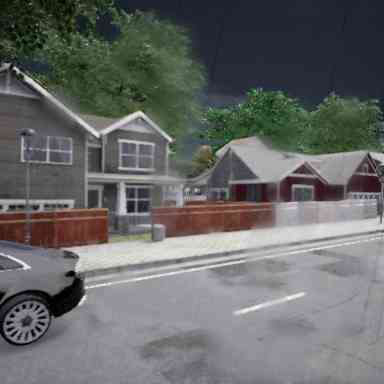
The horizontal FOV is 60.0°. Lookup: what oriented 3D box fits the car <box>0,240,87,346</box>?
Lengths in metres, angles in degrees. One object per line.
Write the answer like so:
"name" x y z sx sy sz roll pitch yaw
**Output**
"car" -4.056 1.489 4.774 4.902 1.511 2.128 0 0 -35
